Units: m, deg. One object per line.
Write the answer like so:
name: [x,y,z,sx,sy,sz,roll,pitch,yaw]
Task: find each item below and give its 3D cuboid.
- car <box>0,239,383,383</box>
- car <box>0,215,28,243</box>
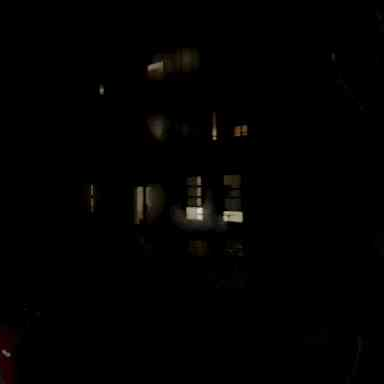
car: [-0.446,1.447,3.192,4.097,1.590,1.967,0,0,35]
car: [-4.963,1.340,6.401,5.009,1.841,2.192,0,0,35]
